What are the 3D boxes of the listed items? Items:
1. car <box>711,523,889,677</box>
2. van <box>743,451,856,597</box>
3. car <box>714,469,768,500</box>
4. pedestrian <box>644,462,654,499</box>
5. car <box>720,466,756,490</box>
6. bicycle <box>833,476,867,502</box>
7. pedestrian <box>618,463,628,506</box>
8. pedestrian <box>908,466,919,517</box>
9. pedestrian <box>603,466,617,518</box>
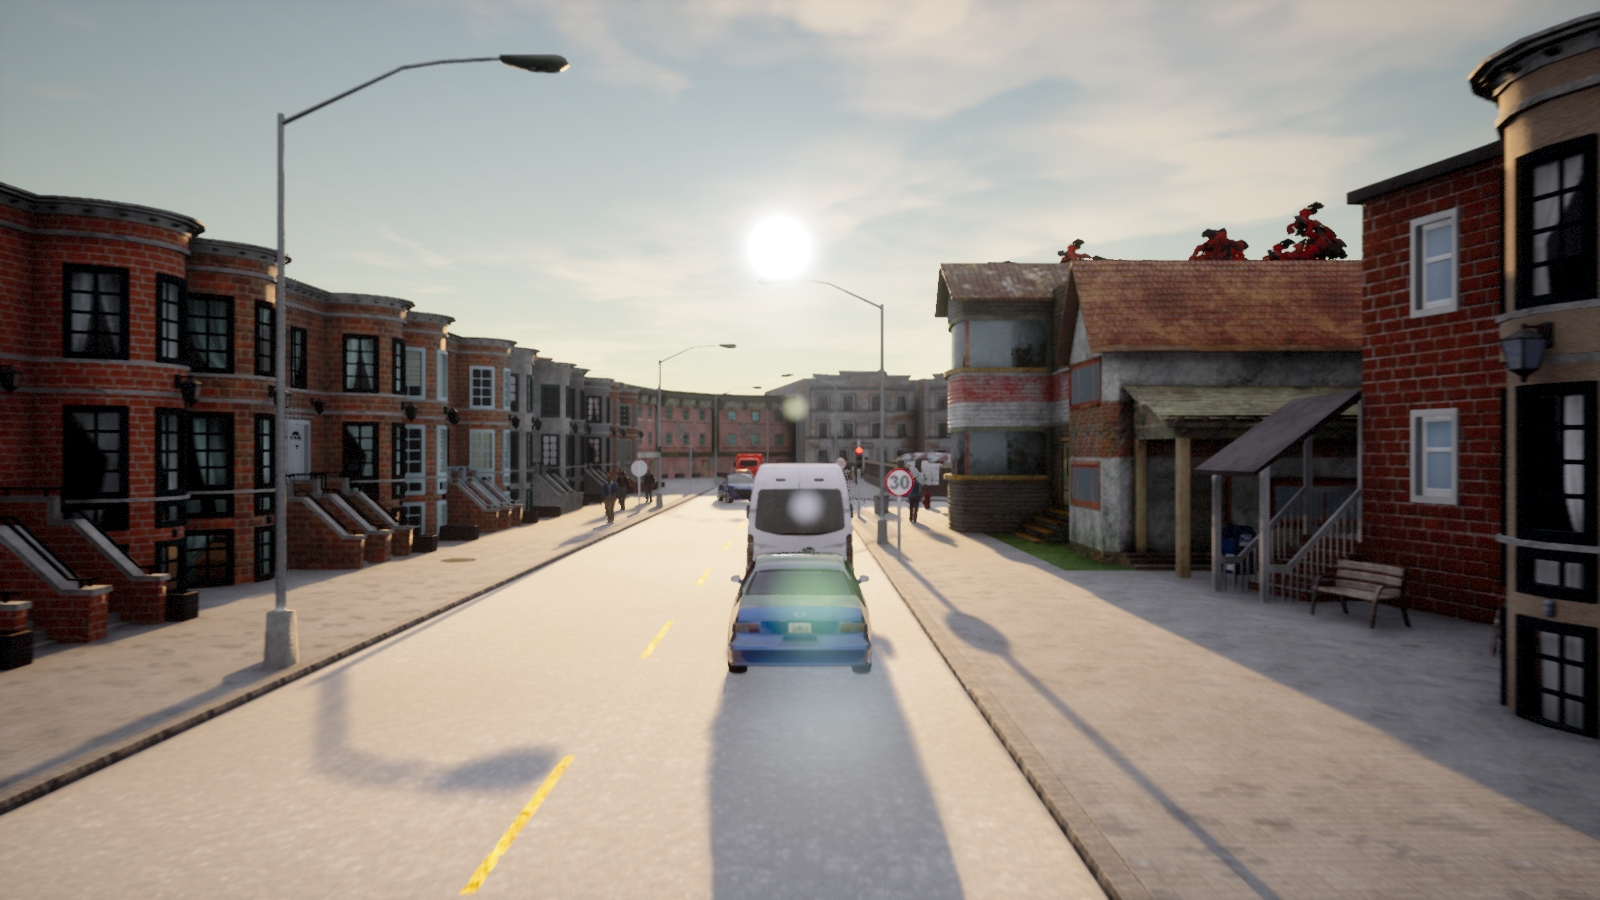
[{"bbox_3d":[-0.004,1.885,15.726,2.033,1.411,5.357,0,0,0],"label":"car"},{"bbox_3d":[-0.008,1.313,23.178,1.988,2.561,5.915,0,0,0],"label":"van"},{"bbox_3d":[-3.200,1.810,61.081,2.097,1.535,5.006,0,0,-13],"label":"car"},{"bbox_3d":[-7.645,1.523,57.848,0.375,1.860,0.375,0,0,12],"label":"pedestrian"},{"bbox_3d":[-4.028,1.823,75.354,2.128,1.511,4.902,0,0,0],"label":"car"},{"bbox_3d":[2.462,1.932,56.712,1.643,1.296,0.373,0,0,17],"label":"bicycle"},{"bbox_3d":[-7.812,1.521,50.491,0.375,1.860,0.375,0,0,1],"label":"pedestrian"},{"bbox_3d":[4.171,1.522,41.925,0.375,1.860,0.375,0,0,-1],"label":"pedestrian"},{"bbox_3d":[-6.837,1.523,41.184,0.375,1.860,0.375,0,0,12],"label":"pedestrian"}]
